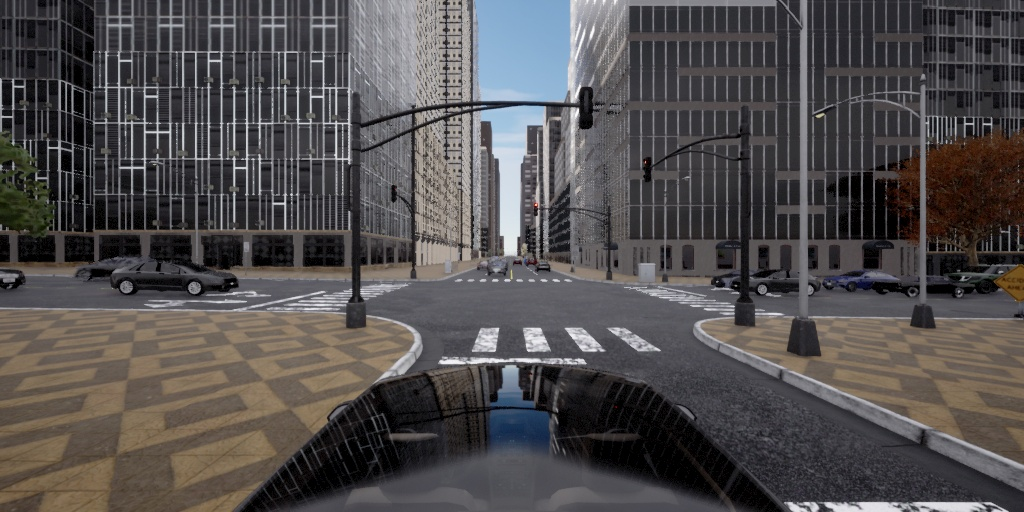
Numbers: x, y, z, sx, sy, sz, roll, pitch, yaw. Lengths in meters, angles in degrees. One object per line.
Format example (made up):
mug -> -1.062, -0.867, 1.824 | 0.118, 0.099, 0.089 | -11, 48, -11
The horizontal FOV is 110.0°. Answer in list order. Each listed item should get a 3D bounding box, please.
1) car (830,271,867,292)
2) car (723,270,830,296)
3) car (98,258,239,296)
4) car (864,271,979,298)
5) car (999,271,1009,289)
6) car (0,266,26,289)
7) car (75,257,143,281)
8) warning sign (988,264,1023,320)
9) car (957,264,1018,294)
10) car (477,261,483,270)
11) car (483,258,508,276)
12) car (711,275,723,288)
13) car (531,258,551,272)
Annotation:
car -> 24.561, 1.741, 25.232 | 4.674, 1.442, 1.812 | 1, 0, -3
car -> 15.789, 1.564, 21.579 | 4.892, 1.490, 1.837 | 1, 0, -4
car -> -15.512, 0.995, 16.649 | 4.892, 1.490, 1.837 | 1, 0, -3
car -> 25.033, 1.826, 22.004 | 4.718, 1.301, 1.895 | 1, 0, -2
car -> 34.124, 1.914, 22.418 | 4.674, 1.442, 1.812 | 1, 0, -2
car -> -25.296, 0.802, 16.194 | 4.902, 1.511, 2.128 | 1, 0, -3
car -> -24.739, 0.812, 22.917 | 4.902, 1.511, 2.128 | 1, 0, -3
warning sign -> 17.270, 1.204, 12.178 | 1.060, 1.860, 1.300 | 0, 0, -3
car -> 34.189, 1.610, 25.680 | 5.566, 2.045, 2.150 | 1, 0, -3
car -> -4.048, 1.342, 51.463 | 1.802, 1.307, 4.207 | 0, 0, 0
car -> -1.517, 1.258, 37.335 | 2.128, 1.511, 4.902 | 0, 0, 0
car -> 16.160, 1.629, 24.839 | 4.181, 1.385, 1.994 | 1, 0, -3
car -> 3.907, 1.329, 45.974 | 1.948, 1.339, 4.313 | 0, 0, 0
